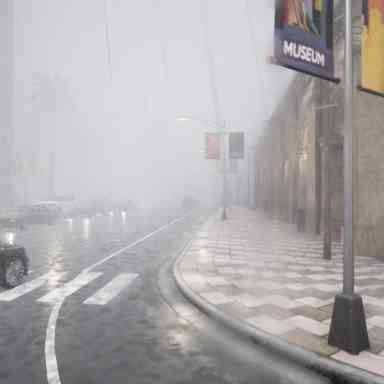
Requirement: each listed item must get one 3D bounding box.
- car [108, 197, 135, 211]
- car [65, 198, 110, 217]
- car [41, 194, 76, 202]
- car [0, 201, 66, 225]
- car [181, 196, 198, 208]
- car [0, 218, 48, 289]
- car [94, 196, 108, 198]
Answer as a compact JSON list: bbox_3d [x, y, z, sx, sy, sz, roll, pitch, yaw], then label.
[{"bbox_3d":[-8.377,1.526,40.753,1.812,1.442,4.674,0,0,7],"label":"car"},{"bbox_3d":[-9.569,1.526,30.936,1.812,1.442,4.674,0,0,7],"label":"car"},{"bbox_3d":[-12.962,1.221,32.085,2.150,2.045,5.566,0,0,7],"label":"car"},{"bbox_3d":[-10.643,1.547,21.569,2.033,1.411,5.357,0,0,6],"label":"car"},{"bbox_3d":[-0.266,1.341,48.856,2.097,1.767,4.553,0,0,7],"label":"car"},{"bbox_3d":[-5.169,1.497,6.389,2.128,1.511,4.902,0,0,6],"label":"car"},{"bbox_3d":[-11.711,1.352,42.334,2.097,1.767,4.553,0,0,7],"label":"car"}]
